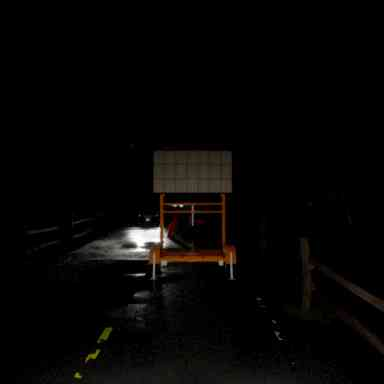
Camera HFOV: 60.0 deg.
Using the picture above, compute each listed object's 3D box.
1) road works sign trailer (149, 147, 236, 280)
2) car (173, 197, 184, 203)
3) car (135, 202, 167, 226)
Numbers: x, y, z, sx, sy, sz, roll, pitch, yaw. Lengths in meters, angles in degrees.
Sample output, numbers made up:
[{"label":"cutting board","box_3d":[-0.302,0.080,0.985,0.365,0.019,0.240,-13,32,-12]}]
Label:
[{"label":"road works sign trailer","box_3d":[0.022,0.463,9.917,2.380,3.560,2.880,0,0,0]},{"label":"car","box_3d":[-2.650,1.698,64.565,1.994,1.385,4.181,0,0,1]},{"label":"car","box_3d":[-2.796,1.491,23.489,2.128,1.511,4.902,0,0,0]}]
